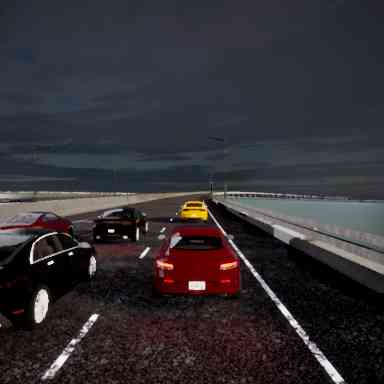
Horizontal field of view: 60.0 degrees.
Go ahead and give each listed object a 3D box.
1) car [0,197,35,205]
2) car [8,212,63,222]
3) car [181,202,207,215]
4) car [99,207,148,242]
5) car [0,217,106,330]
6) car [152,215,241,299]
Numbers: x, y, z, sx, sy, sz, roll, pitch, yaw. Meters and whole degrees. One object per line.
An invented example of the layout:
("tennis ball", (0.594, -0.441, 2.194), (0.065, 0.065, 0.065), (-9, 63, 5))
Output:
("car", (-17.459, 1.356, 33.288), (2.097, 1.767, 4.553), (0, 0, 1))
("car", (-6.882, 1.566, 14.958), (1.994, 1.385, 4.181), (0, 0, 0))
("car", (0.175, 1.480, 25.890), (1.882, 1.535, 5.008), (0, 0, 0))
("car", (-3.377, 1.480, 16.396), (1.882, 1.535, 5.008), (0, 0, 0))
("car", (-3.398, 1.505, 6.878), (1.837, 1.490, 4.892), (0, 0, 0))
("car", (0.102, 1.527, 8.314), (1.812, 1.442, 4.674), (0, 0, 0))
